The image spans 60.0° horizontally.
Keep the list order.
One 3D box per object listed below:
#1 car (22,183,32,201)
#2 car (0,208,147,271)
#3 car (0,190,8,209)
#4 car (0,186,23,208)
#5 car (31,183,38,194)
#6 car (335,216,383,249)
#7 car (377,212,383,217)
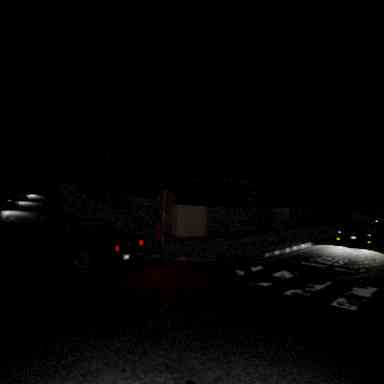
[{"bbox_3d":[-18.286,0.122,34.938,1.812,1.442,4.674,3,1,-22],"label":"car"},{"bbox_3d":[-3.879,1.414,10.171,4.718,1.301,1.895,3,1,21],"label":"car"},{"bbox_3d":[-11.204,0.820,17.437,1.837,1.490,4.892,3,1,-22],"label":"car"},{"bbox_3d":[-14.648,0.493,25.935,1.812,1.442,4.674,3,1,-22],"label":"car"},{"bbox_3d":[-24.072,-0.528,49.449,2.128,1.511,4.902,3,1,-22],"label":"car"},{"bbox_3d":[9.356,2.220,18.462,1.994,1.385,4.181,2,-1,36],"label":"car"},{"bbox_3d":[18.391,2.743,31.533,1.882,1.535,5.008,2,-1,33],"label":"car"}]
